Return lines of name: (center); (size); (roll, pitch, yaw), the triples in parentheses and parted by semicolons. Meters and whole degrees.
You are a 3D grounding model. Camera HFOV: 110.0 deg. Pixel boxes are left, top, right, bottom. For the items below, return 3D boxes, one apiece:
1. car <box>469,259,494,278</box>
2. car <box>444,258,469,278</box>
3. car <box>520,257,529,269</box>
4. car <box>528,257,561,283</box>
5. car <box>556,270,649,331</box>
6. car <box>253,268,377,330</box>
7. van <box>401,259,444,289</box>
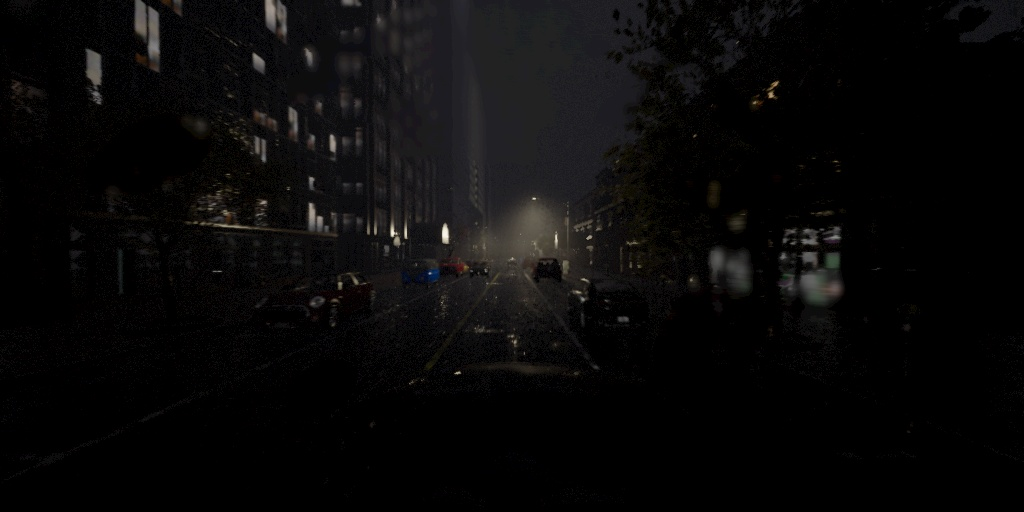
car: (-2.999, 1.304, 34.608); (1.837, 1.490, 4.892); (0, 0, 0)
car: (-5.690, 1.066, 33.746); (2.192, 1.841, 5.009); (0, 0, 0)
car: (2.692, 1.056, 55.874); (2.192, 1.841, 5.009); (0, 0, 0)
car: (2.691, 1.060, 28.201); (2.192, 1.841, 5.009); (0, 0, 0)
car: (2.701, 1.298, 10.862); (2.007, 1.370, 4.403); (0, 0, 0)
car: (-5.703, 1.194, 10.879); (1.967, 1.591, 4.097); (0, 0, 0)
van: (-5.691, 1.094, 22.677); (1.690, 1.789, 3.998); (0, 0, 0)
